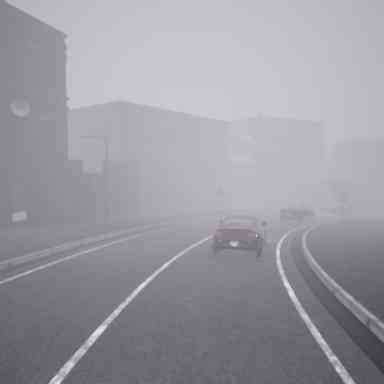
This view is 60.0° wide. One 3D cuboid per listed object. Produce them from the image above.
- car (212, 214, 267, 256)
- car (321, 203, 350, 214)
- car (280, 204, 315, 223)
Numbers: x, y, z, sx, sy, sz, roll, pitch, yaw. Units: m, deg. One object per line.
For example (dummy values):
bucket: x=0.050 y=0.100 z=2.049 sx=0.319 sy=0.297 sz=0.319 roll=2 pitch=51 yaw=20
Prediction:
car: x=2.047 y=1.628 z=13.699 sx=1.812 sy=1.442 sz=4.674 roll=1 pitch=0 yaw=15
car: x=19.018 y=2.146 z=43.956 sx=4.674 sy=1.442 sz=1.812 roll=2 pitch=2 yaw=-34
car: x=9.326 y=1.831 z=29.201 sx=1.882 sy=1.535 sz=5.008 roll=3 pitch=0 yaw=34
